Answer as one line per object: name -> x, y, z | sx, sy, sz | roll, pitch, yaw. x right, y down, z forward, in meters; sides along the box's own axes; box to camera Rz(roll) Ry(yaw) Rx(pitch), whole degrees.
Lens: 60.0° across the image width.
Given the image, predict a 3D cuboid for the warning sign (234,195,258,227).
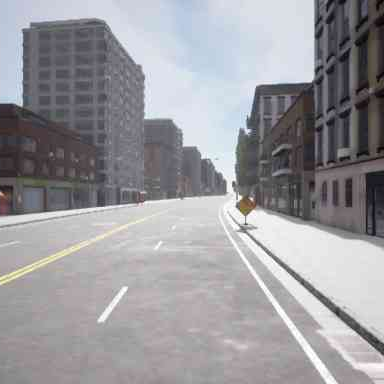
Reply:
warning sign -> 3.271, 1.131, 20.199 | 1.300, 1.860, 1.060 | 0, -1, 2
